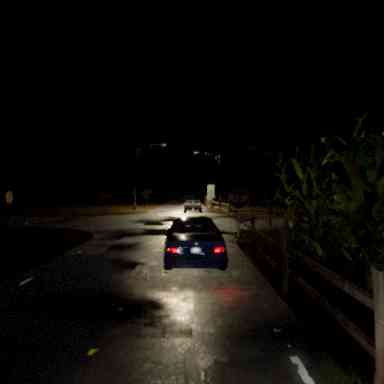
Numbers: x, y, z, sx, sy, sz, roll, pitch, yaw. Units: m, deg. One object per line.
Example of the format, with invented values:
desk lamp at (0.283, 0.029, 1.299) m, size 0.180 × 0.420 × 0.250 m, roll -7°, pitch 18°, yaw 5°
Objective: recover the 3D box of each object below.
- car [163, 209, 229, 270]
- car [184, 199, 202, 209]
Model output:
car at (0.041, 1.512, 10.878) m, size 2.033 × 1.411 × 5.357 m, roll 0°, pitch 0°, yaw -1°
car at (0.095, 1.472, 36.765) m, size 1.895 × 1.301 × 4.718 m, roll 0°, pitch 0°, yaw 0°
